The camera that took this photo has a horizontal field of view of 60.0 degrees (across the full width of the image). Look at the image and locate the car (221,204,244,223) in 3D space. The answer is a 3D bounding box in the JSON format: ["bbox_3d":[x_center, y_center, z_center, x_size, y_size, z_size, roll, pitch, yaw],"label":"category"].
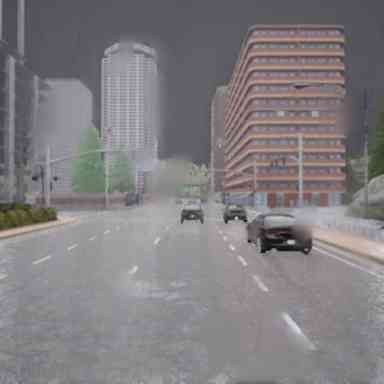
[{"bbox_3d":[3.650,1.826,28.458,1.837,1.490,4.892,0,0,4],"label":"car"}]

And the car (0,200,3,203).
[{"bbox_3d":[-37.415,1.809,62.021,3.866,1.878,1.905,0,-1,0],"label":"car"}]

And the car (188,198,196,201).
[{"bbox_3d":[0.014,2.378,92.124,2.097,1.767,4.553,0,-1,0],"label":"car"}]

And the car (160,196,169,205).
[{"bbox_3d":[-6.987,2.480,85.378,2.128,1.511,4.902,0,-1,0],"label":"car"}]

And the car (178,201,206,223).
[{"bbox_3d":[0.030,1.805,29.224,1.882,1.535,5.008,0,0,0],"label":"car"}]

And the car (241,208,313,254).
[{"bbox_3d":[3.530,1.638,14.225,1.882,1.535,5.008,0,0,0],"label":"car"}]

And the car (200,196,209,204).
[{"bbox_3d":[3.514,2.245,91.892,2.150,2.045,5.566,0,-1,0],"label":"car"}]

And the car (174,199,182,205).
[{"bbox_3d":[-3.487,2.507,85.377,1.994,1.385,4.181,0,-1,0],"label":"car"}]
